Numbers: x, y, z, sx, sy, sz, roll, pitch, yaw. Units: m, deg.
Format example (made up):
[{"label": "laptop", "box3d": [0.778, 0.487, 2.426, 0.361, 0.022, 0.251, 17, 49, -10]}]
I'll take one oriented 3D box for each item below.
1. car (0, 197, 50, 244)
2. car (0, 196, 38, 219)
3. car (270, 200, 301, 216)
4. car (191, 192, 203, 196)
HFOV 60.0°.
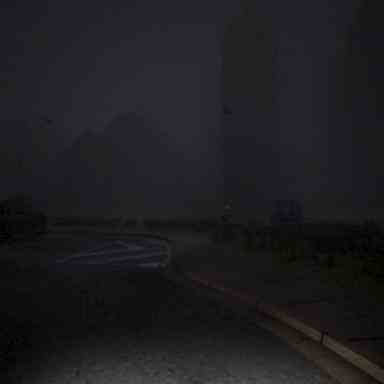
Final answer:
[{"label": "car", "box3d": [-8.957, 1.352, 15.886, 1.932, 1.855, 4.605, 0, 0, 11]}, {"label": "car", "box3d": [-16.430, 1.388, 30.841, 1.905, 1.878, 3.866, 0, 0, 11]}, {"label": "car", "box3d": [7.332, 1.414, 26.222, 2.242, 1.667, 4.611, 0, 0, 11]}, {"label": "car", "box3d": [1.361, 1.034, 91.418, 3.866, 1.878, 1.905, 2, -7, -32]}]
